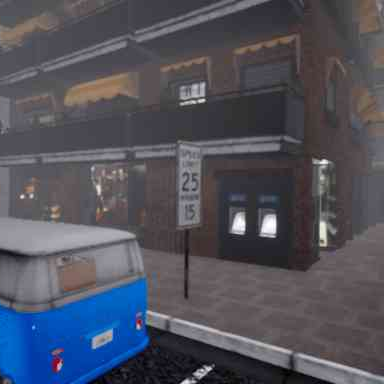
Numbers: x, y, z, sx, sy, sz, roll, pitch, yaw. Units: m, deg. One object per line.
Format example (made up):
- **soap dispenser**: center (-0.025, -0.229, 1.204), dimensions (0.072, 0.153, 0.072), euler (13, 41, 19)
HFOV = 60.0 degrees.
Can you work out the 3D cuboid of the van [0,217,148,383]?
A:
- **van**: center (-2.464, 1.297, 4.554), dimensions (3.998, 1.788, 1.690), euler (1, 1, 35)
